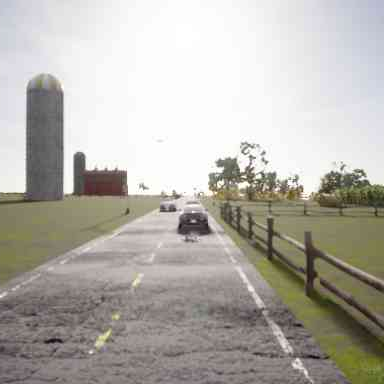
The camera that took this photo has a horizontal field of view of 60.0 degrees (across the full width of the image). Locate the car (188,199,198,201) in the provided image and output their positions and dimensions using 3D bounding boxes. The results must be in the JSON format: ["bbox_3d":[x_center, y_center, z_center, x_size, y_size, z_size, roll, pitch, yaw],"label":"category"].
[{"bbox_3d":[0.088,1.599,42.848,1.994,1.385,4.181,0,0,0],"label":"car"}]

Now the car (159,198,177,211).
[{"bbox_3d":[-2.843,1.526,40.371,2.128,1.511,4.902,0,0,0],"label":"car"}]

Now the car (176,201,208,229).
[{"bbox_3d":[0.091,1.541,21.850,1.812,1.442,4.674,0,0,0],"label":"car"}]
